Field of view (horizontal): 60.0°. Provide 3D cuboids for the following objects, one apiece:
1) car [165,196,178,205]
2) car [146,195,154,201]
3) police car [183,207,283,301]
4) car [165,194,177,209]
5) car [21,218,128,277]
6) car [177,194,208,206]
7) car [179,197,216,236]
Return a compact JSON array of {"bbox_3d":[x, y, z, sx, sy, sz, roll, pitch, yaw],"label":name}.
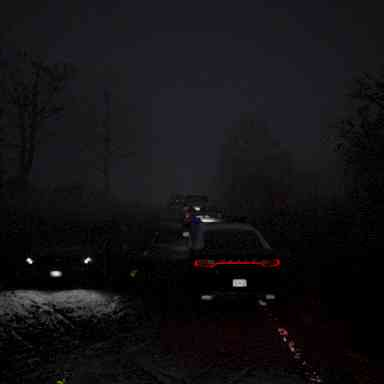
[{"bbox_3d":[-3.696,1.507,59.193,1.837,1.490,4.892,0,0,-8],"label":"car"},{"bbox_3d":[-10.498,1.562,83.549,2.033,1.411,5.357,0,0,-10],"label":"car"},{"bbox_3d":[0.799,1.424,8.535,1.930,1.638,5.238,0,0,-1],"label":"police car"},{"bbox_3d":[-2.186,1.220,45.305,2.150,2.045,5.566,0,0,-5],"label":"car"},{"bbox_3d":[-3.267,1.546,10.512,2.033,1.411,5.357,0,0,-1],"label":"car"},{"bbox_3d":[0.206,1.221,24.522,2.150,2.045,5.566,0,0,-3],"label":"car"},{"bbox_3d":[0.492,1.349,18.440,2.097,1.767,4.553,0,0,-2],"label":"car"}]
